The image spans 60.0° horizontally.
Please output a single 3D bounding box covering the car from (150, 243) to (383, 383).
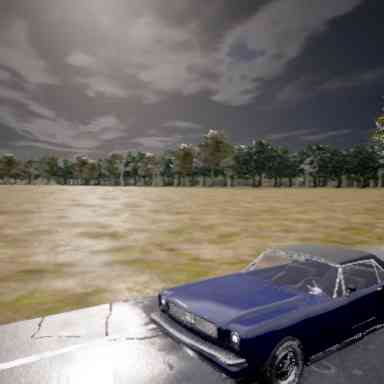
[{"bbox_3d":[1.769,1.586,5.248,4.718,1.301,1.895,0,0,-35],"label":"car"}]
